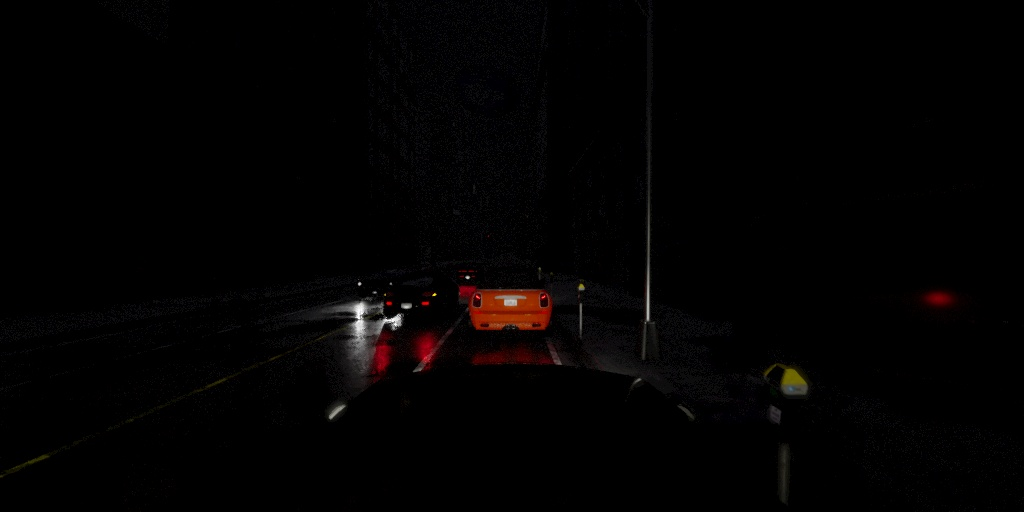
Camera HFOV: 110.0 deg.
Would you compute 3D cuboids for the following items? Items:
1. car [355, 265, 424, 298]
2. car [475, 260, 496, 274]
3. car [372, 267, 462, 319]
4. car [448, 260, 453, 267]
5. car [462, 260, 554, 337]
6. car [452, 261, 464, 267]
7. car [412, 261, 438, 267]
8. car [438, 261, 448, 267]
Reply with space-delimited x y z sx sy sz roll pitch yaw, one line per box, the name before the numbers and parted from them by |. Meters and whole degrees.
car | -6.245 1.348 18.515 1.895 1.301 4.718 0 0 0
car | -3.045 1.243 42.811 2.128 1.511 4.902 0 0 0
car | -3.046 1.273 12.663 1.812 1.442 4.674 0 0 0
car | -8.909 1.304 45.944 2.007 1.370 4.403 0 0 0
car | -0.032 1.101 10.472 2.097 1.767 4.553 0 0 0
car | -3.146 1.254 27.858 1.837 1.490 4.892 0 0 0
car | -8.909 1.189 34.934 1.967 1.591 4.097 0 0 0
car | -8.909 1.317 40.439 1.948 1.339 4.313 0 0 0
